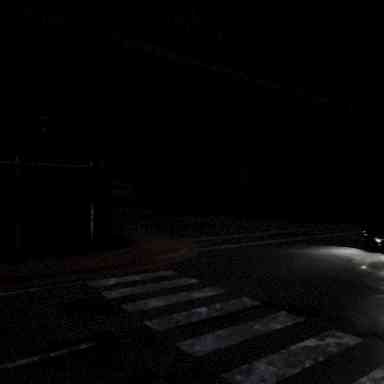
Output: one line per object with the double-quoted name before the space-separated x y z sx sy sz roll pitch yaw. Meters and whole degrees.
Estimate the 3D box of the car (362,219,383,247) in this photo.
"car" 9.500 1.739 14.800 4.892 1.490 1.837 1 0 -35
